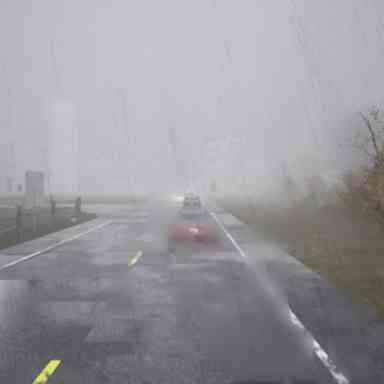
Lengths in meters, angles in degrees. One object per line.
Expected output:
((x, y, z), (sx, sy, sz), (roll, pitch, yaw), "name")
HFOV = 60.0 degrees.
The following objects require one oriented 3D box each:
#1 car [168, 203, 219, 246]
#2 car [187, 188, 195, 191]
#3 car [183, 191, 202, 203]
((0.065, 1.360, 14.099), (1.994, 1.385, 4.181), (0, 1, 0), "car")
((-0.216, 0.322, 84.652), (1.994, 1.385, 4.181), (0, 1, 0), "car")
((0.022, 0.962, 35.793), (2.128, 1.511, 4.902), (1, 1, 0), "car")
